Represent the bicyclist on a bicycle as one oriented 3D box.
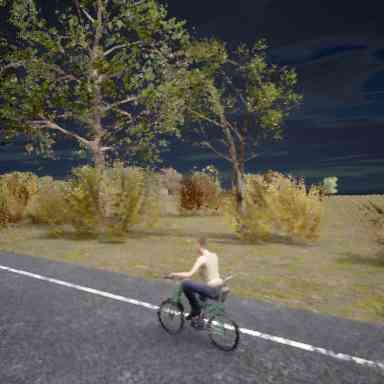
[{"bbox_3d":[0.050,1.449,4.989,1.509,1.612,0.866,0,0,36],"label":"bicyclist on a bicycle"}]
